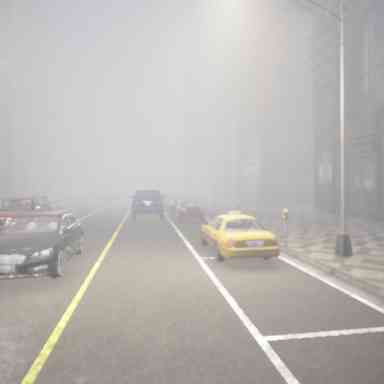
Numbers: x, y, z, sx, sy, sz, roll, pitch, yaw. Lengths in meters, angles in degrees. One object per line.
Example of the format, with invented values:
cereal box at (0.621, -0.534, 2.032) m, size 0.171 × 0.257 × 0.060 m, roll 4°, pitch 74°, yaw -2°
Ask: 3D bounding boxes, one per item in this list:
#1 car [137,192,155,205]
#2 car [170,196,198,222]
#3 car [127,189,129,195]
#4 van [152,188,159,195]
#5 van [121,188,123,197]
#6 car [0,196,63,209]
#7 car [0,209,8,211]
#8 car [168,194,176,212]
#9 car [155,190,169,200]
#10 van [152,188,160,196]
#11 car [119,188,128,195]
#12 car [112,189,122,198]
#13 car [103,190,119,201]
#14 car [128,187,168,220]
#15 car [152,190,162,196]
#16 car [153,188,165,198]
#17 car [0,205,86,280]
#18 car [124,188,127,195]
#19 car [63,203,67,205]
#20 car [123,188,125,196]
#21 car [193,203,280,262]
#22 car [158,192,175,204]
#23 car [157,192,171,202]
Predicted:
car at (-6.028, 0.752, 43.691) m, size 2.128 × 1.511 × 4.902 m, roll -1°, pitch 1°, yaw -8°
car at (-0.225, 1.170, 22.098) m, size 1.802 × 1.307 × 4.206 m, roll -1°, pitch 1°, yaw -8°
car at (-18.259, 0.195, 87.598) m, size 1.802 × 1.307 × 4.206 m, roll -1°, pitch 1°, yaw -8°
van at (-9.827, -0.166, 88.823) m, size 1.690 × 1.788 × 3.998 m, roll -1°, pitch 1°, yaw -8°
van at (-15.063, 0.316, 65.352) m, size 1.690 × 1.788 × 3.998 m, roll -1°, pitch 1°, yaw -8°
car at (-7.864, 1.119, 15.308) m, size 2.192 × 1.841 × 5.009 m, roll -1°, pitch 1°, yaw -8°
car at (-7.061, 1.448, 9.752) m, size 2.008 × 1.369 × 4.403 m, roll -1°, pitch 1°, yaw -8°
car at (-1.025, 1.076, 27.658) m, size 1.802 × 1.307 × 4.206 m, roll -1°, pitch 1°, yaw -8°
car at (-5.026, 0.477, 55.460) m, size 1.967 × 1.590 × 4.097 m, roll -1°, pitch 1°, yaw -8°
van at (-9.027, -0.076, 83.262) m, size 1.690 × 1.788 × 3.998 m, roll -1°, pitch 1°, yaw -8°
car at (-19.063, -0.161, 93.153) m, size 2.192 × 1.841 × 5.009 m, roll -1°, pitch 1°, yaw -8°
car at (-14.260, 0.632, 59.796) m, size 1.947 × 1.339 × 4.313 m, roll -1°, pitch 1°, yaw -8°
car at (-13.460, 0.739, 54.235) m, size 1.802 × 1.307 × 4.206 m, roll -1°, pitch 1°, yaw -8°
car at (-3.188, 0.812, 23.911) m, size 2.150 × 2.045 × 5.566 m, roll -1°, pitch 1°, yaw -8°
car at (-8.225, 0.224, 77.705) m, size 2.008 × 1.369 × 4.403 m, roll -1°, pitch 1°, yaw -8°
car at (-6.628, 0.169, 66.579) m, size 2.192 × 1.841 × 5.009 m, roll -1°, pitch 1°, yaw -8°
car at (-4.348, 1.361, 9.600) m, size 2.128 × 1.511 × 4.902 m, roll -1°, pitch 1°, yaw -8°
car at (-16.660, 0.360, 76.477) m, size 1.947 × 1.339 × 4.313 m, roll -1°, pitch 1°, yaw -8°
car at (-8.637, 1.237, 20.704) m, size 1.752 × 1.417 × 4.829 m, roll -1°, pitch 1°, yaw -8°
car at (-15.860, 0.429, 70.916) m, size 1.887 × 1.381 × 4.507 m, roll -1°, pitch 1°, yaw -8°
car at (1.350, 1.299, 11.143) m, size 1.752 × 1.417 × 4.829 m, roll -1°, pitch 1°, yaw -8°
car at (-3.425, 0.785, 44.340) m, size 1.947 × 1.339 × 4.313 m, roll -1°, pitch 1°, yaw -8°
car at (-4.225, 0.672, 49.901) m, size 1.887 × 1.381 × 4.507 m, roll -1°, pitch 1°, yaw -8°
